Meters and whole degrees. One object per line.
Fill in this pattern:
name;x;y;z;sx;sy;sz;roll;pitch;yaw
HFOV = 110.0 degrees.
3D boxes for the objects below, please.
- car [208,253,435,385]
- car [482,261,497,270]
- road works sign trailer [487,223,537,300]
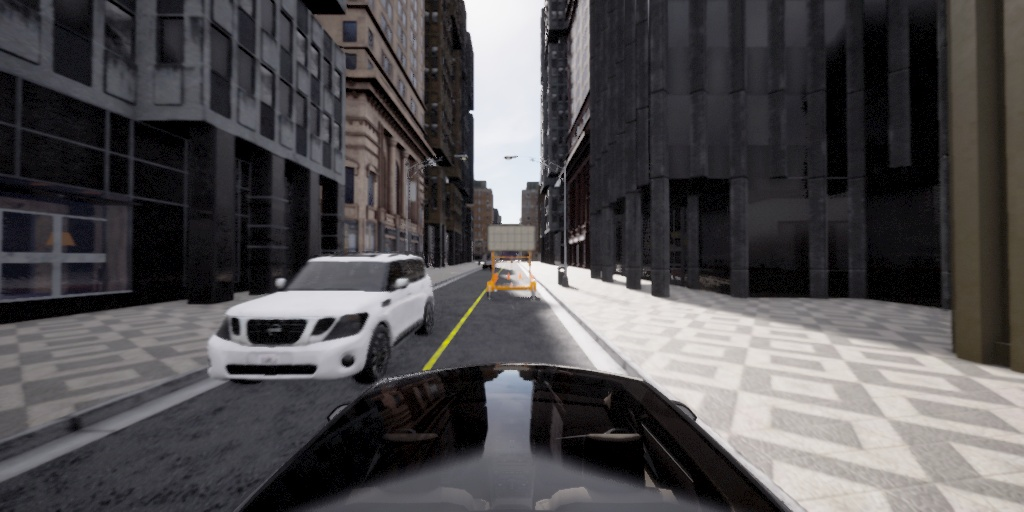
car;-3.105;0.961;7.348;2.150;2.045;5.566;0;0;0
car;-3.110;1.300;49.797;1.895;1.301;4.718;0;0;0
road works sign trailer;-0.012;0.188;17.618;2.380;3.560;2.880;0;0;0
